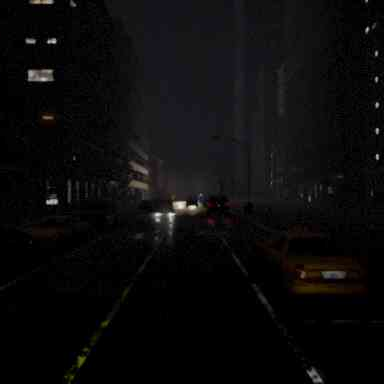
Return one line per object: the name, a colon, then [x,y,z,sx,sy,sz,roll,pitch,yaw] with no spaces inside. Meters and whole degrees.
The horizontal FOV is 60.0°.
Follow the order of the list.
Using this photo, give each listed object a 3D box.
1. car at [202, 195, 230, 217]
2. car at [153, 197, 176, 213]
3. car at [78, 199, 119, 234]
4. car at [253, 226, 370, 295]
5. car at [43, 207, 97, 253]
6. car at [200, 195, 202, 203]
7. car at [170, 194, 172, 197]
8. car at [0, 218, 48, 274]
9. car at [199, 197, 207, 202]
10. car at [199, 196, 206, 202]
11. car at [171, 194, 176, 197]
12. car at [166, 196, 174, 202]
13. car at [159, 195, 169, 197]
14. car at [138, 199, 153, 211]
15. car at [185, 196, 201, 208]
car: [2.395,1.311,32.465,2.150,2.045,5.566,0,0,0]
car: [-3.093,1.625,38.746,1.812,1.442,4.674,0,0,0]
car: [-5.674,1.364,19.613,2.192,1.841,5.009,1,0,0]
car: [2.703,1.547,8.642,1.752,1.417,4.829,1,0,0]
car: [-5.677,1.560,13.872,1.752,1.417,4.829,1,0,0]
car: [2.705,1.578,53.029,1.967,1.590,4.097,1,0,0]
car: [-5.676,1.709,69.569,1.752,1.417,4.829,1,0,0]
car: [-5.678,1.587,8.473,1.947,1.339,4.313,1,0,0]
car: [2.703,1.798,80.876,1.802,1.307,4.206,1,0,0]
car: [2.704,1.758,86.615,1.752,1.417,4.829,1,0,0]
car: [-5.676,1.767,80.877,2.008,1.369,4.403,1,0,0]
car: [-5.676,1.756,86.278,1.752,1.417,4.829,1,0,0]
car: [-5.677,1.704,58.599,2.008,1.369,4.403,1,0,0]
car: [-5.678,1.652,41.890,1.887,1.381,4.507,1,0,0]
car: [0.002,1.639,51.483,1.837,1.490,4.892,0,0,0]
